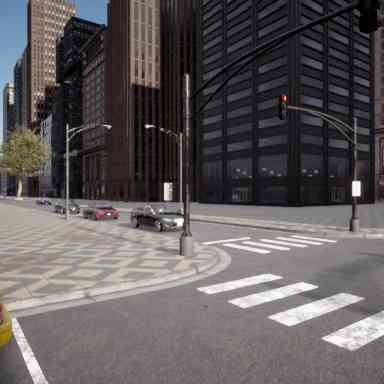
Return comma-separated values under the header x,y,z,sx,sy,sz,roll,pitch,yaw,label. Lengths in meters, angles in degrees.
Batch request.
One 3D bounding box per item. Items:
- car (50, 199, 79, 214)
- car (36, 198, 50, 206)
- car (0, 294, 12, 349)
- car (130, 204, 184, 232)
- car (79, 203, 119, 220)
x,y,z,sx,sy,sz,roll,pitch,yaw,label
-13.893,1.597,36.911,1.837,1.490,4.892,0,0,-36,car
-27.036,1.767,60.597,1.895,1.301,4.718,0,0,-36,car
-4.600,1.525,3.368,4.829,1.417,1.752,0,0,-36,car
-2.113,1.534,20.542,2.128,1.511,4.902,0,0,-36,car
-7.868,1.630,28.539,1.994,1.385,4.181,0,0,-35,car
